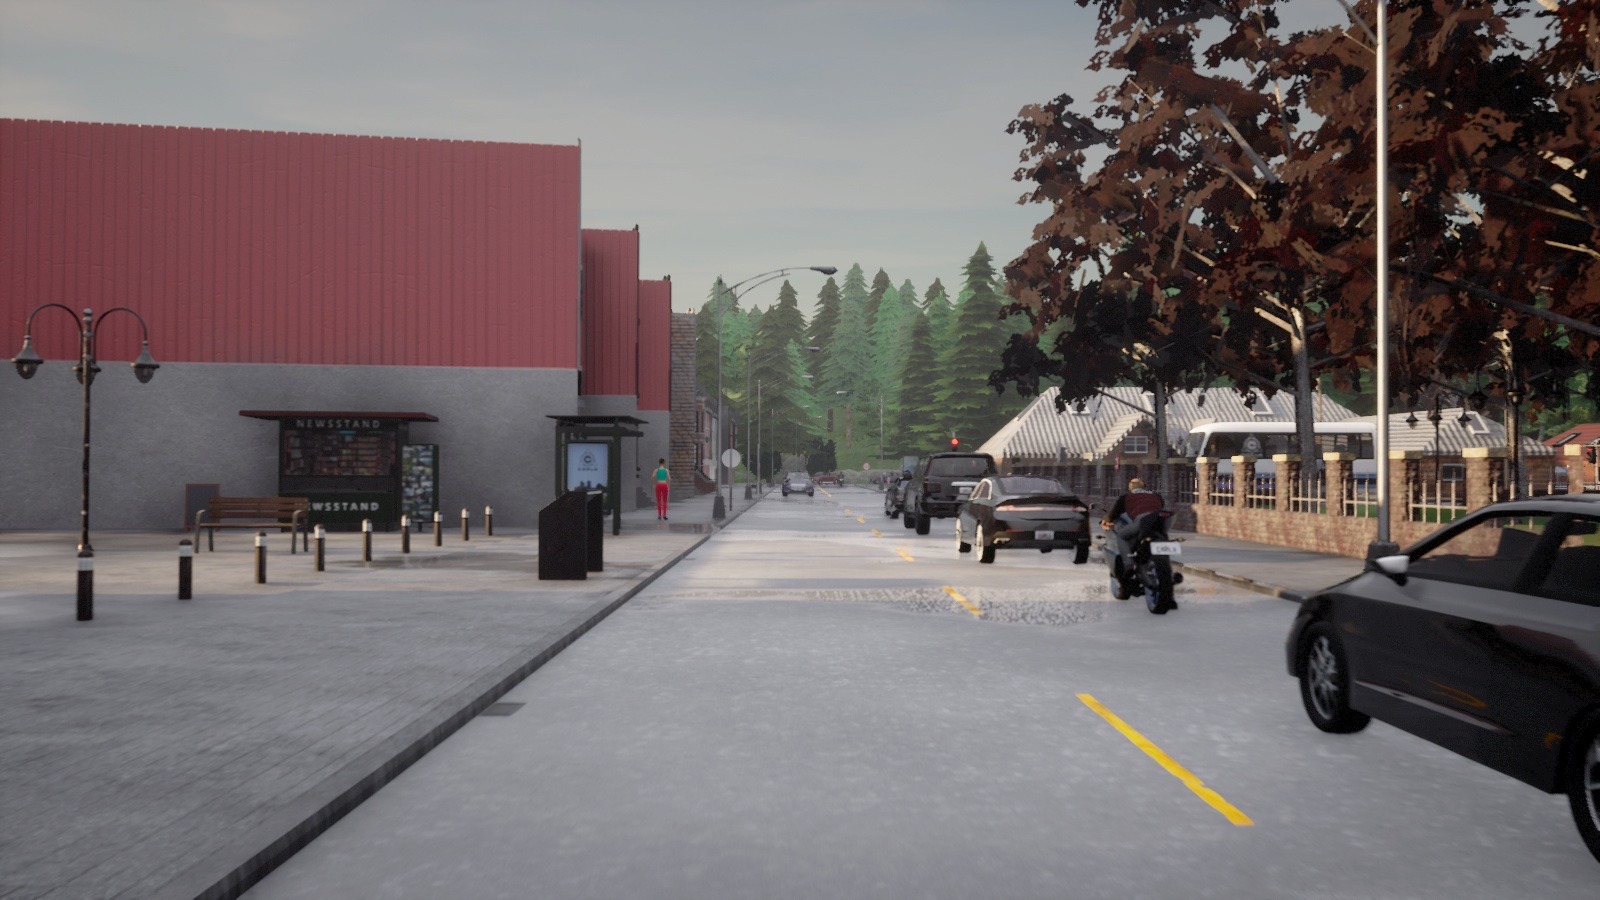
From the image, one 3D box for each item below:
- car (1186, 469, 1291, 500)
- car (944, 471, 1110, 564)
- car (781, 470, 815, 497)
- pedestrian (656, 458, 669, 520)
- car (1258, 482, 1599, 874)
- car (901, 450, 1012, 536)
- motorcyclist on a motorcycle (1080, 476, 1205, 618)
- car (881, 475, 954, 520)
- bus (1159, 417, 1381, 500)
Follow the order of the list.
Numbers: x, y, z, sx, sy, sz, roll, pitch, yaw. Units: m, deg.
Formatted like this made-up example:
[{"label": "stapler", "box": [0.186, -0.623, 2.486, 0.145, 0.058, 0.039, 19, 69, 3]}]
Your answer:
[{"label": "car", "box": [21.904, 1.727, 62.880, 4.514, 1.525, 2.007, 0, -1, -1]}, {"label": "car", "box": [3.966, 1.137, 22.829, 2.128, 1.511, 4.902, 0, -1, 0]}, {"label": "car", "box": [-0.101, 2.047, 77.790, 2.033, 1.649, 4.856, 0, -1, 0]}, {"label": "pedestrian", "box": [-4.100, 1.167, 37.423, 0.345, 1.836, 0.594, 0, -1, -8]}, {"label": "car", "box": [3.987, 0.918, 6.326, 1.816, 1.474, 4.193, 0, -1, 0]}, {"label": "car", "box": [3.956, 1.066, 32.731, 2.150, 2.045, 5.566, 0, -1, 0]}, {"label": "motorcyclist on a motorcycle", "box": [3.976, 1.081, 14.781, 0.866, 1.530, 2.191, 0, -1, 0]}, {"label": "car", "box": [3.934, 1.565, 42.946, 2.033, 1.411, 5.357, 0, -1, 1]}, {"label": "bus", "box": [24.888, 0.459, 66.956, 10.273, 4.253, 3.944, 0, -1, 0]}]
